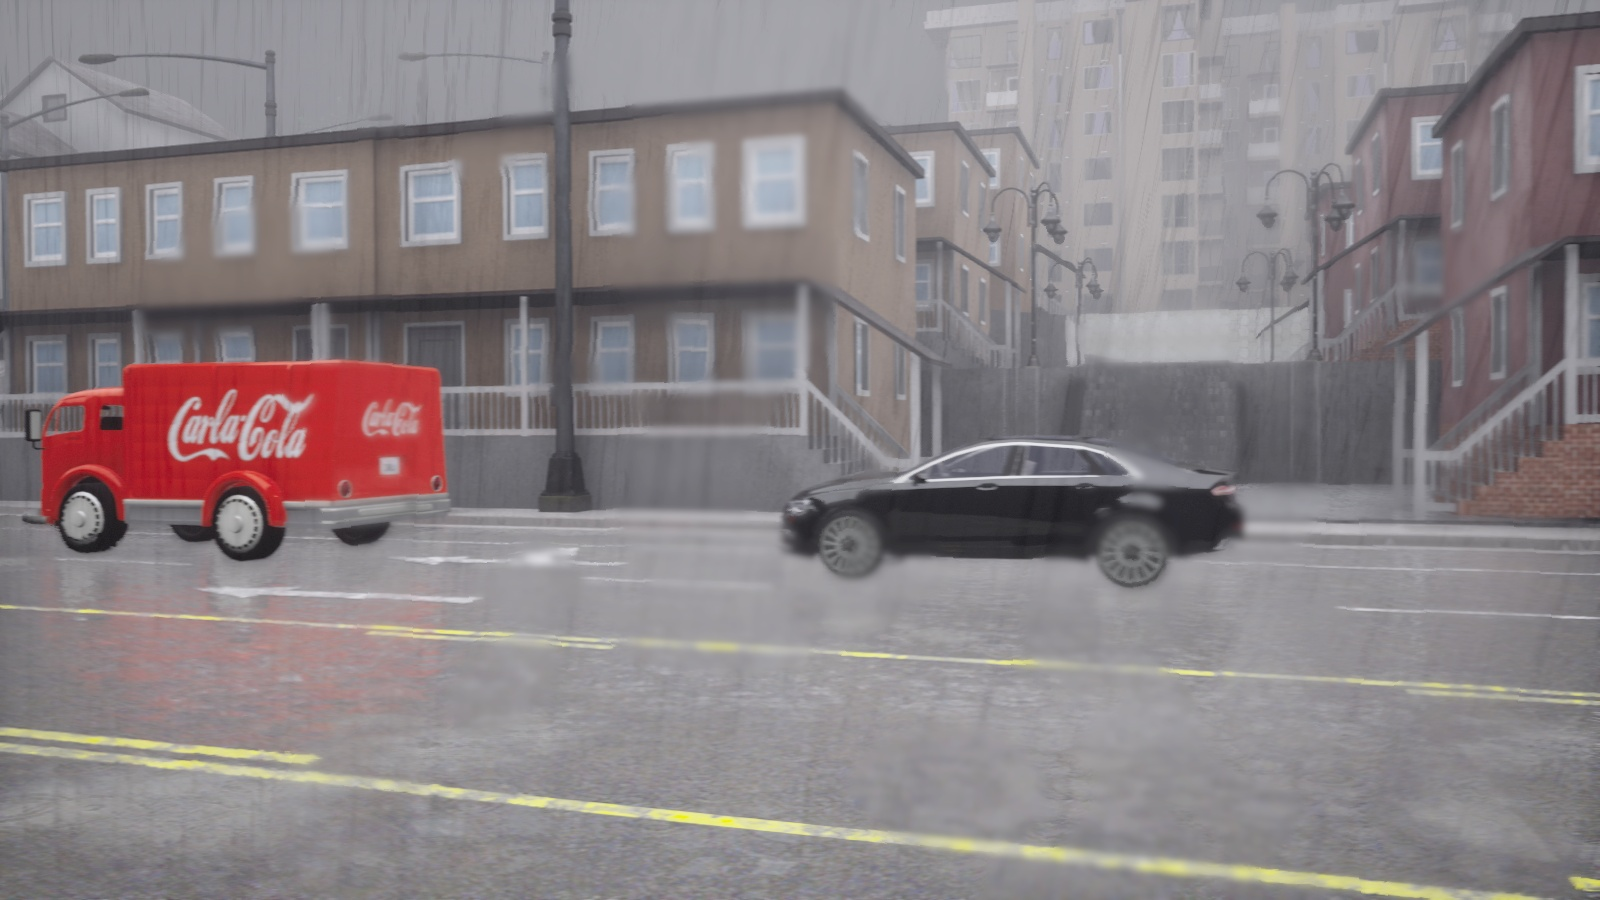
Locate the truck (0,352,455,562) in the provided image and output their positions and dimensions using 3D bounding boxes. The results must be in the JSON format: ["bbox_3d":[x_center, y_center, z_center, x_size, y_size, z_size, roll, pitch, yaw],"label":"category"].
[{"bbox_3d":[-7.615,0.047,16.805,5.204,2.467,2.627,1,1,19],"label":"truck"}]

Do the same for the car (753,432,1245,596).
[{"bbox_3d":[2.169,0.575,13.538,4.902,1.511,2.128,1,1,19],"label":"car"}]
